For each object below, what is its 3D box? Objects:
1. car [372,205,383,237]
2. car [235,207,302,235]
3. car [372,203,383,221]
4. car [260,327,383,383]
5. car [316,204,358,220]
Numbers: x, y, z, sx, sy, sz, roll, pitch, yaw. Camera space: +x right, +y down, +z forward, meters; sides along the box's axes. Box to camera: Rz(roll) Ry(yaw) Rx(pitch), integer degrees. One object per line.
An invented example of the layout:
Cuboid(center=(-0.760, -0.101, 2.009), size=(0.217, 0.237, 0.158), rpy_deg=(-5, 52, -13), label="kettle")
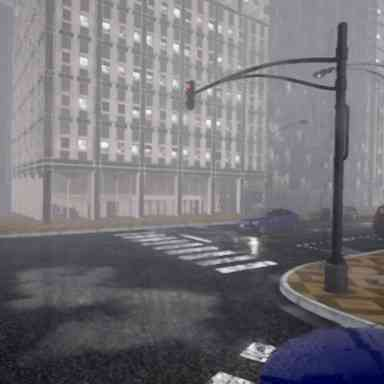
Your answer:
Cuboid(center=(12.335, 1.639, 19.040), size=(5.009, 1.841, 2.192), rpy_deg=(0, 1, -34), label="car")
Cuboid(center=(4.800, 1.688, 20.457), size=(4.674, 1.442, 1.812), rpy_deg=(0, 1, -34), label="car")
Cuboid(center=(18.447, 1.761, 29.774), size=(4.902, 1.511, 2.128), rpy_deg=(0, 1, -34), label="car")
Cuboid(center=(2.638, 1.520, 1.801), size=(4.674, 1.442, 1.812), rpy_deg=(0, 0, 36), label="car")
Cuboid(center=(12.567, 1.727, 28.748), size=(4.403, 1.369, 2.008), rpy_deg=(0, 1, -34), label="car")
